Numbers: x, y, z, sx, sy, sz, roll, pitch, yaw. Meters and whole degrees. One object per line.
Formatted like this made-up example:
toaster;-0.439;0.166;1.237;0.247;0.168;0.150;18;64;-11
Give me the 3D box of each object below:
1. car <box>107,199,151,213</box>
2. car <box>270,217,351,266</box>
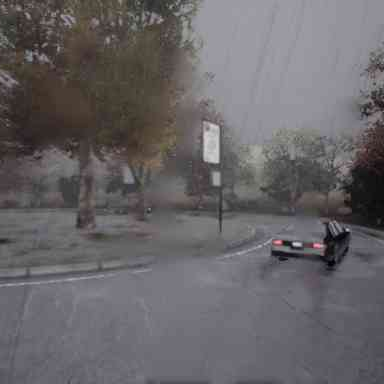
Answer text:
car;-7.142;1.569;37.645;4.892;1.490;1.837;1;-2;10
car;4.443;1.619;11.994;2.033;1.411;5.357;0;0;32
